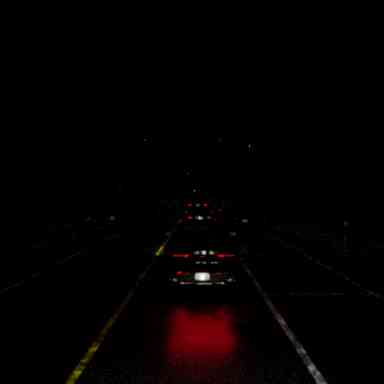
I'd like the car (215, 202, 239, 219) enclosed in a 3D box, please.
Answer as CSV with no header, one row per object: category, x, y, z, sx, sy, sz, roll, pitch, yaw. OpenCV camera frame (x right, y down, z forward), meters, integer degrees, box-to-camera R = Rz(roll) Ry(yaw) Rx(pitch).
car,3.307,1.779,32.347,1.887,1.381,4.507,-1,0,1

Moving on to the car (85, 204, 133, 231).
car,-5.414,1.591,21.491,1.967,1.590,4.097,-1,0,1

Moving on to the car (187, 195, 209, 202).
car,0.609,1.477,35.396,2.150,2.045,5.566,0,0,1

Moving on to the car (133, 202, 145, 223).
car,-5.314,1.757,26.994,1.947,1.339,4.313,-1,0,1

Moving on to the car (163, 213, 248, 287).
car,0.254,1.573,9.531,1.837,1.490,4.892,0,0,1

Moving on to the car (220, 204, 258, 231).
car,3.111,1.719,21.338,1.947,1.339,4.313,-1,0,1

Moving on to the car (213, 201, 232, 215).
car,3.405,1.819,37.851,1.887,1.381,4.507,-1,0,1

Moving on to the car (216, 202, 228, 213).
car,3.209,1.738,26.842,1.887,1.381,4.507,-1,0,1

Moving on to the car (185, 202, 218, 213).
car,0.504,1.719,23.910,2.033,1.411,5.357,0,0,1

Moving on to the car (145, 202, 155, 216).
car,-5.216,1.783,32.499,2.008,1.369,4.403,-1,0,1
